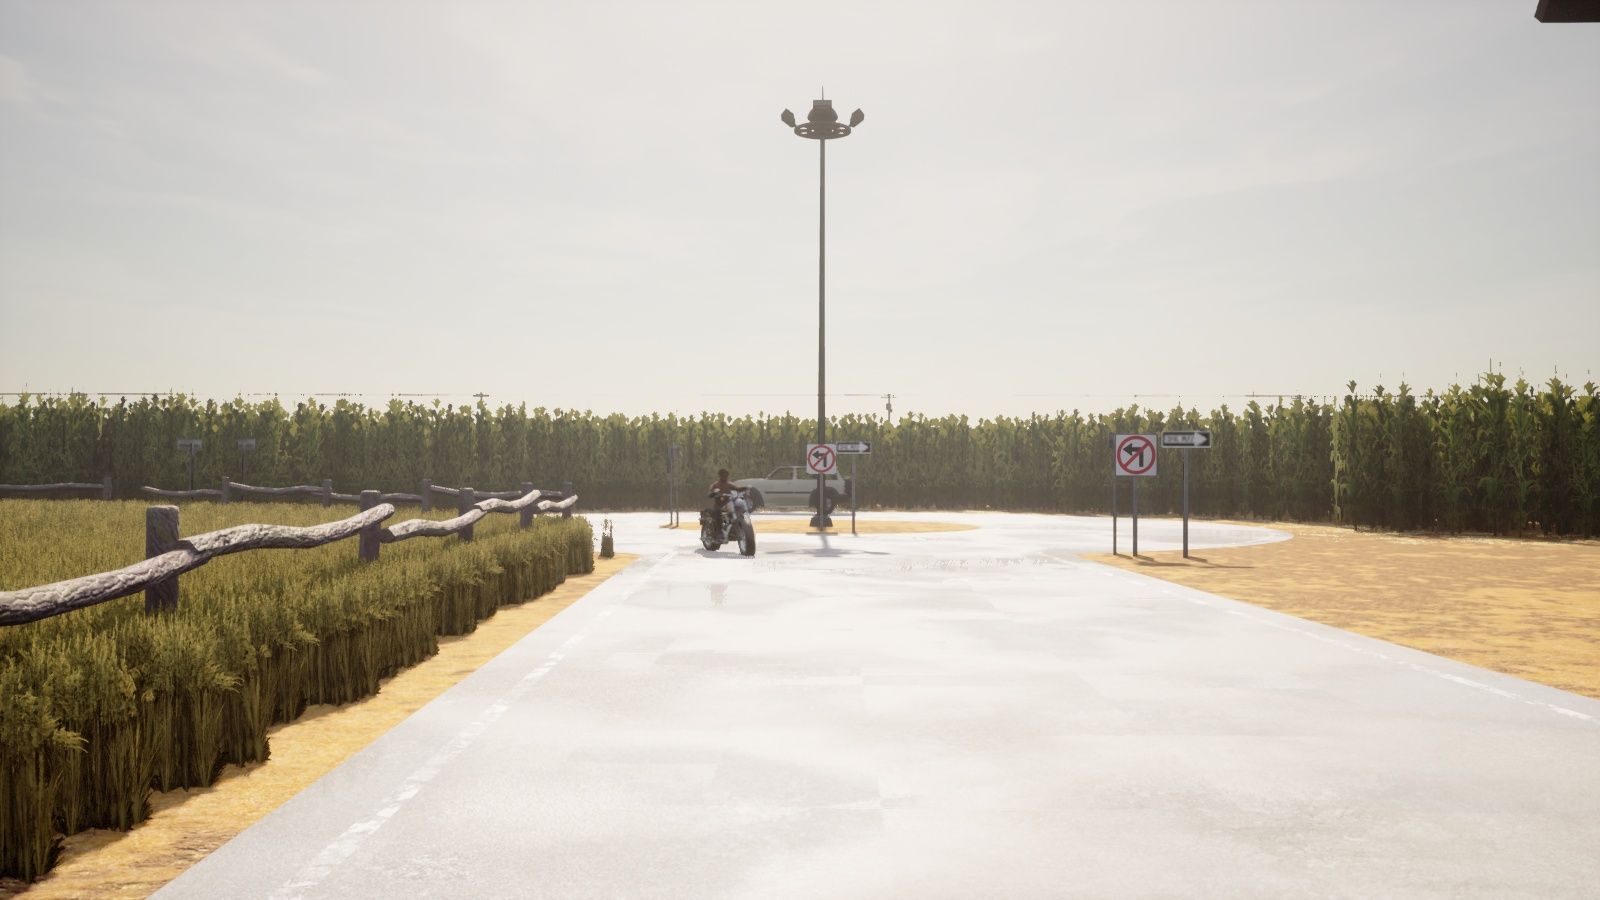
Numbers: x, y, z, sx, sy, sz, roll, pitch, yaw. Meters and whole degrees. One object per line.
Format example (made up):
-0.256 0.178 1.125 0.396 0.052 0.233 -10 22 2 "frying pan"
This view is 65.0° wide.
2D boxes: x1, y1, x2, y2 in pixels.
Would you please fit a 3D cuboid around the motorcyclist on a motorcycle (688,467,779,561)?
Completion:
-1.274 1.165 23.563 0.766 1.649 2.350 -2 0 -27 "motorcyclist on a motorcycle"

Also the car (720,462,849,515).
-0.542 1.401 45.805 4.605 1.855 1.932 0 -2 1 "car"
